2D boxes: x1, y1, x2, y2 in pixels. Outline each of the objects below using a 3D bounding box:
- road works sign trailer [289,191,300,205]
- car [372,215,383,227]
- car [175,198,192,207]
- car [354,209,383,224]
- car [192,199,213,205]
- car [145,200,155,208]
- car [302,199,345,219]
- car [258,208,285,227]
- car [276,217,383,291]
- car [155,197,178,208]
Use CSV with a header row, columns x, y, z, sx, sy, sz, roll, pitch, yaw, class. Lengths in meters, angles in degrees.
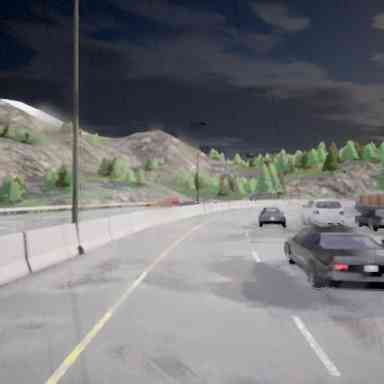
x,y,z,sx,sy,sz,roll,pitch,yaw,class
26.009,1.541,83.945,2.380,3.560,2.880,0,-1,36,road works sign trailer
7.527,1.660,10.089,1.812,1.442,4.674,0,-1,6,car
-0.911,2.297,63.088,1.837,1.490,4.892,0,-1,23,car
12.606,1.840,22.374,2.033,1.411,5.357,0,-1,11,car
2.306,2.131,61.697,2.097,1.767,4.553,0,-1,23,car
-7.382,2.301,65.789,1.882,1.535,5.008,0,-1,23,car
9.357,1.533,23.990,2.150,2.045,5.566,0,0,11,car
6.176,1.896,25.871,1.994,1.385,4.181,0,-1,11,car
3.940,1.671,9.403,2.033,1.411,5.357,0,-1,5,car
-4.283,2.026,64.146,2.150,2.045,5.566,0,-1,23,car
